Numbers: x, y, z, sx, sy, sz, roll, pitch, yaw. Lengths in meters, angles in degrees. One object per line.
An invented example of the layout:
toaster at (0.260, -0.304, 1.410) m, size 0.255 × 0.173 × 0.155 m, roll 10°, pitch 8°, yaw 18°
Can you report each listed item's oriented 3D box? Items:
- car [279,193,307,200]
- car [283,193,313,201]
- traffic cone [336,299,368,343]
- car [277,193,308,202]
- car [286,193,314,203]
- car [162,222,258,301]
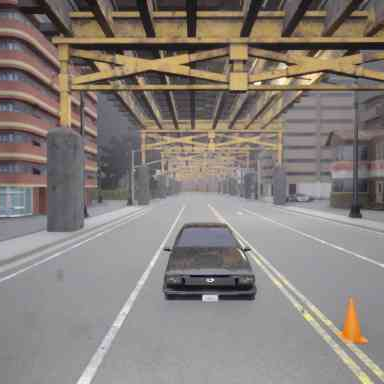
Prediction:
car at (17.878, 0.801, 58.960) m, size 4.536 × 1.218 × 1.853 m, roll 0°, pitch 1°, yaw 25°
car at (17.531, 0.848, 54.843) m, size 4.536 × 1.218 × 1.853 m, roll 0°, pitch 1°, yaw -20°
traffic cone at (2.455, 1.949, 5.111) m, size 0.340 × 0.580 × 0.340 m, roll 0°, pitch 0°, yaw 0°
car at (17.831, 0.959, 58.984) m, size 4.974 × 1.542 × 2.038 m, roll 0°, pitch 1°, yaw 25°
car at (17.482, 1.006, 54.827) m, size 4.974 × 1.542 × 2.038 m, roll 0°, pitch 1°, yaw -20°
car at (0.364, 1.533, 8.719) m, size 2.033 × 1.411 × 5.357 m, roll 0°, pitch 0°, yaw 1°
